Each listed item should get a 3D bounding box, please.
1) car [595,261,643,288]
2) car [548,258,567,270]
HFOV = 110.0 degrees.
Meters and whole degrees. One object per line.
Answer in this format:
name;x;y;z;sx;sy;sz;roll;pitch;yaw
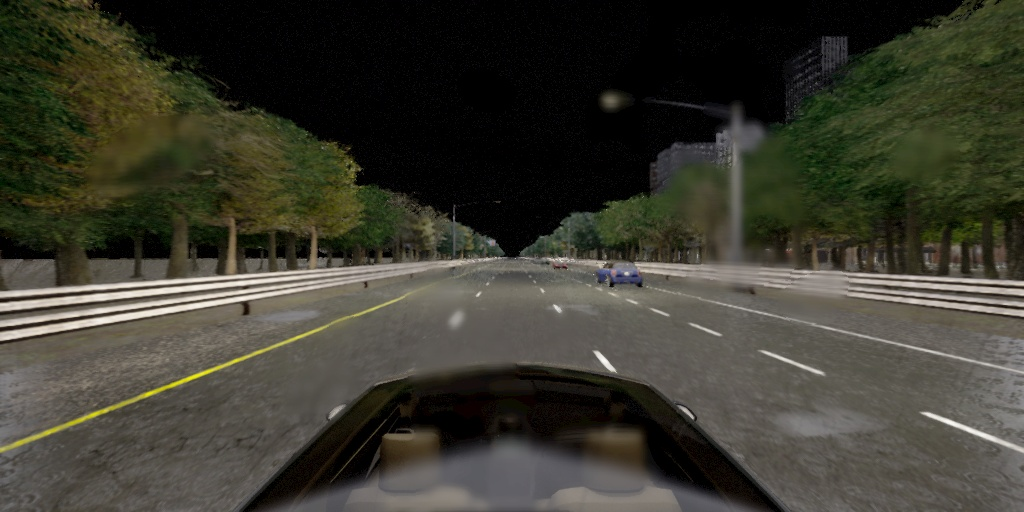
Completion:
car;7.012;1.108;23.990;2.097;1.767;4.553;0;0;0
car;7.059;1.391;53.945;1.895;1.301;4.718;0;0;0
